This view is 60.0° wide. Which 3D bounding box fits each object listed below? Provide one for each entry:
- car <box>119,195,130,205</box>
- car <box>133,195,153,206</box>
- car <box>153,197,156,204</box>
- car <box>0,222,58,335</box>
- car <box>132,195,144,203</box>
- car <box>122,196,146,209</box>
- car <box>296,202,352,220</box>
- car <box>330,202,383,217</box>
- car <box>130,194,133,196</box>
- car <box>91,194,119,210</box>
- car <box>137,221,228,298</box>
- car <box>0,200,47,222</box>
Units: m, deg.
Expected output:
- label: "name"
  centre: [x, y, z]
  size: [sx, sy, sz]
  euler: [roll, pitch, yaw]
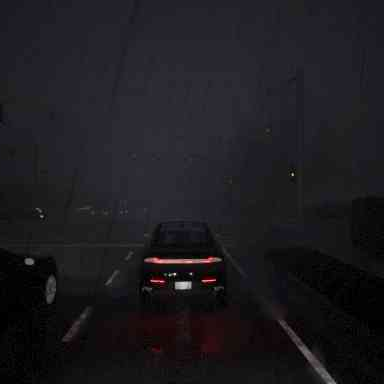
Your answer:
- label: "car"
  centre: [-11.601, 1.505, 53.222]
  size: [1.837, 1.490, 4.892]
  euler: [0, 0, -1]
- label: "car"
  centre: [-8.130, 1.564, 55.225]
  size: [1.994, 1.385, 4.181]
  euler: [0, 0, -1]
- label: "car"
  centre: [-8.251, 1.526, 65.047]
  size: [1.812, 1.442, 4.674]
  euler: [0, 0, -1]
- label: "car"
  centre: [-3.613, 1.478, 4.830]
  size: [1.882, 1.535, 5.008]
  euler: [0, 0, -2]
- label: "car"
  centre: [-11.859, 1.478, 73.203]
  size: [1.882, 1.535, 5.008]
  euler: [0, 0, -1]
- label: "car"
  centre: [-7.989, 1.601, 46.459]
  size: [1.895, 1.301, 4.718]
  euler: [0, 0, -1]
- label: "car"
  centre: [11.388, 1.547, 27.192]
  size: [5.357, 1.411, 2.033]
  euler: [0, 0, 0]
- label: "car"
  centre: [15.459, 1.601, 30.658]
  size: [4.718, 1.301, 1.895]
  euler: [0, 0, 0]
- label: "car"
  centre: [-11.735, 1.352, 63.132]
  size: [2.097, 1.767, 4.553]
  euler: [0, 0, 0]
- label: "car"
  centre: [-11.446, 1.221, 43.395]
  size: [2.150, 2.045, 5.566]
  euler: [0, 0, -2]
- label: "car"
  centre: [-0.247, 1.492, 8.496]
  size: [2.128, 1.511, 4.902]
  euler: [0, 0, -2]
- label: "car"
  centre: [-13.357, 1.351, 24.886]
  size: [4.553, 1.767, 2.097]
  euler: [0, 0, -15]
